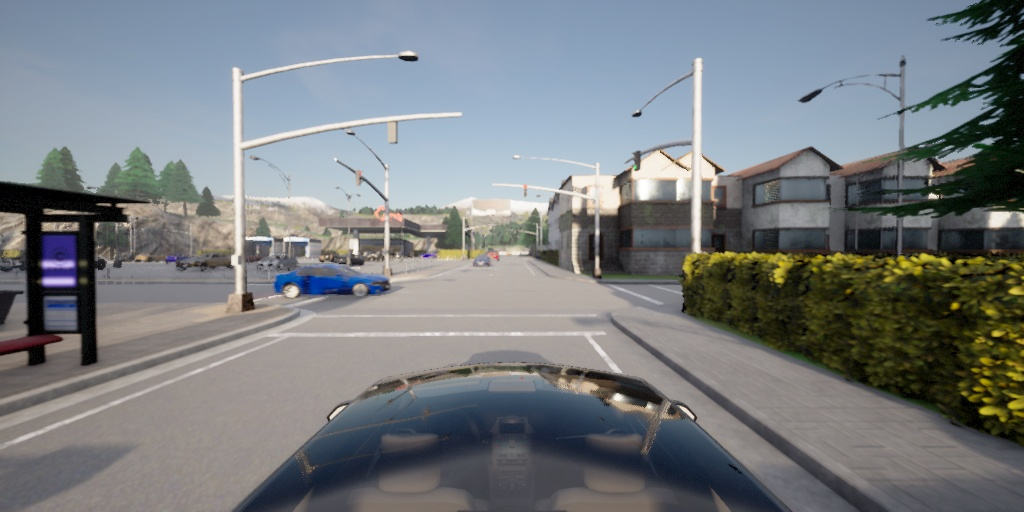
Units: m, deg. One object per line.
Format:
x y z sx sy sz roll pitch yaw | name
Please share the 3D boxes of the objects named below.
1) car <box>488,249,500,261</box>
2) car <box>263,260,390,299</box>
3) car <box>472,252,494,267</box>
-3.341 -0.137 62.977 2.150 2.045 5.566 0 1 0 | car
-8.230 1.133 16.584 5.008 1.535 1.882 0 1 0 | car
-3.479 0.554 42.108 1.812 1.442 4.674 0 1 0 | car
